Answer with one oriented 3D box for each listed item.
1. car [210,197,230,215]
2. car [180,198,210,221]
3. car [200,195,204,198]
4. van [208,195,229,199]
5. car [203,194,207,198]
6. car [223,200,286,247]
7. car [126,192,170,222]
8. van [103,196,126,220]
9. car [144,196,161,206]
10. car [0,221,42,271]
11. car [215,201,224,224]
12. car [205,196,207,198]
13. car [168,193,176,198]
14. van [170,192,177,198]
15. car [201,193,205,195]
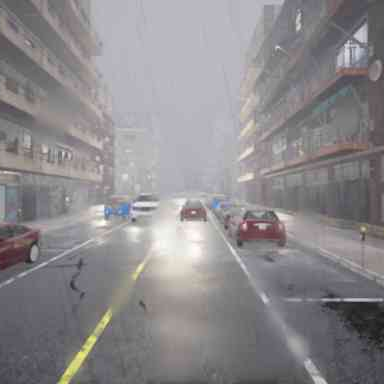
[{"bbox_3d":[2.680,1.368,26.030,1.752,1.417,4.829,1,0,0],"label":"car"},{"bbox_3d":[0.110,1.410,25.553,1.994,1.385,4.181,0,0,0],"label":"car"},{"bbox_3d":[0.116,1.349,41.525,1.895,1.301,4.718,0,0,0],"label":"car"},{"bbox_3d":[2.685,1.151,31.529,1.690,1.788,3.998,1,0,0],"label":"van"},{"bbox_3d":[2.686,1.322,42.872,1.802,1.307,4.206,1,0,0],"label":"car"},{"bbox_3d":[2.677,1.353,14.518,1.967,1.590,4.097,1,0,0],"label":"car"},{"bbox_3d":[-3.088,1.072,24.757,2.150,2.045,5.566,0,0,0],"label":"car"},{"bbox_3d":[-5.664,1.185,25.935,1.690,1.788,3.998,1,0,0],"label":"van"},{"bbox_3d":[-5.749,1.255,48.614,2.008,1.369,4.403,1,0,0],"label":"car"},{"bbox_3d":[-5.674,1.491,8.924,1.887,1.381,4.507,1,0,0],"label":"car"},{"bbox_3d":[2.677,1.444,20.190,1.947,1.339,4.313,1,0,0],"label":"car"},{"bbox_3d":[2.684,1.357,37.201,1.802,1.307,4.206,1,0,0],"label":"car"},{"bbox_3d":[-5.436,0.995,92.321,1.947,1.339,4.313,1,0,0],"label":"car"},{"bbox_3d":[-5.547,0.806,86.657,1.690,1.788,3.998,1,0,0],"label":"van"},{"bbox_3d":[3.001,1.026,84.993,2.008,1.369,4.403,1,0,0],"label":"car"}]
